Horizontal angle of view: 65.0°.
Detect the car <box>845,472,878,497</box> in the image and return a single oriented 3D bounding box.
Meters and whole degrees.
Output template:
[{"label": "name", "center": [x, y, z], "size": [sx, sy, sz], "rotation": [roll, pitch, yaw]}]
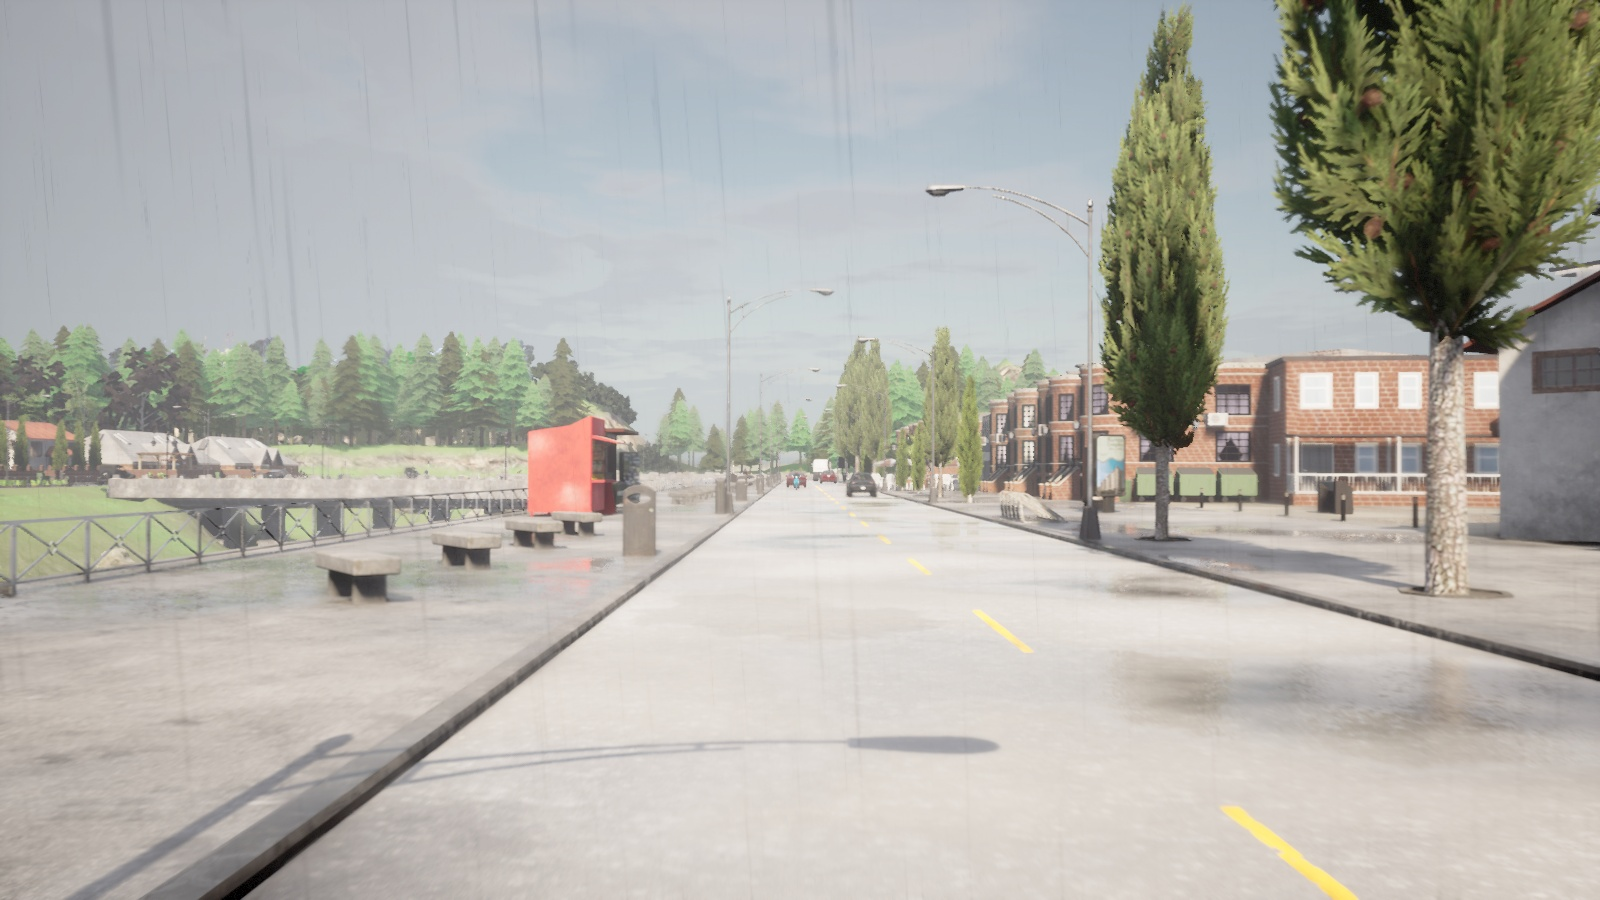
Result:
[{"label": "car", "center": [3.798, 2.114, 77.720], "size": [1.816, 1.474, 4.193], "rotation": [0, -1, 0]}]
